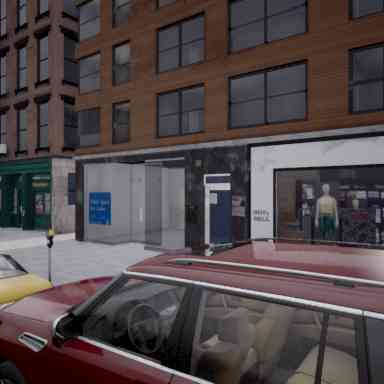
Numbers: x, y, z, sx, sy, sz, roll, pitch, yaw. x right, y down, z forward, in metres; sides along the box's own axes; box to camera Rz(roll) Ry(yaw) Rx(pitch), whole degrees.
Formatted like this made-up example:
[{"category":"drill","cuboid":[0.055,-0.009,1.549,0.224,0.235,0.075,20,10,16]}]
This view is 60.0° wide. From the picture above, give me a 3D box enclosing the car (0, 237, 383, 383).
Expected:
[{"category":"car","cuboid":[0.347,1.315,2.564,5.009,1.841,2.192,0,0,36]}]
